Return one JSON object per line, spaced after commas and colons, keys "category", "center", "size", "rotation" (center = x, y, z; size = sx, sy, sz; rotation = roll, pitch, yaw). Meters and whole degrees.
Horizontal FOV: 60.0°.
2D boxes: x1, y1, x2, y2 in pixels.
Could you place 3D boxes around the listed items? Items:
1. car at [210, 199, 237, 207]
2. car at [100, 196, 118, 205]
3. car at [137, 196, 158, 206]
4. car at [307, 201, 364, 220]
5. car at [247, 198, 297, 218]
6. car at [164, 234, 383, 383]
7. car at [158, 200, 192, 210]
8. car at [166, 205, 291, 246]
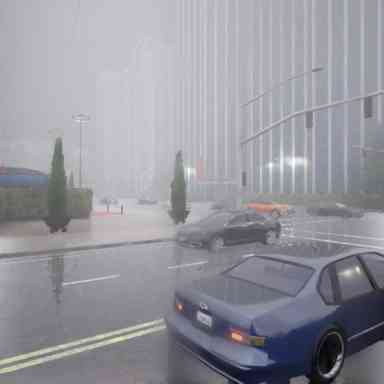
{"category": "car", "center": [4.036, 1.564, 39.136], "size": [1.994, 1.385, 4.181], "rotation": [0, 0, -36]}
{"category": "car", "center": [-14.954, 1.493, 59.523], "size": [2.128, 1.511, 4.902], "rotation": [0, 0, -36]}
{"category": "car", "center": [-7.220, 1.477, 54.702], "size": [1.882, 1.535, 5.008], "rotation": [0, 0, -36]}
{"category": "car", "center": [12.014, 1.525, 28.197], "size": [1.812, 1.442, 4.674], "rotation": [0, 0, -36]}
{"category": "car", "center": [6.896, 1.352, 29.256], "size": [2.097, 1.767, 4.553], "rotation": [0, 0, -36]}
{"category": "car", "center": [2.203, 1.547, 5.375], "size": [5.357, 1.411, 2.033], "rotation": [0, 0, -35]}
{"category": "car", "center": [-1.926, 1.526, 41.425], "size": [1.812, 1.442, 4.674], "rotation": [0, 0, -36]}
{"category": "car", "center": [1.603, 1.505, 13.663], "size": [4.892, 1.490, 1.837], "rotation": [0, 0, -35]}
